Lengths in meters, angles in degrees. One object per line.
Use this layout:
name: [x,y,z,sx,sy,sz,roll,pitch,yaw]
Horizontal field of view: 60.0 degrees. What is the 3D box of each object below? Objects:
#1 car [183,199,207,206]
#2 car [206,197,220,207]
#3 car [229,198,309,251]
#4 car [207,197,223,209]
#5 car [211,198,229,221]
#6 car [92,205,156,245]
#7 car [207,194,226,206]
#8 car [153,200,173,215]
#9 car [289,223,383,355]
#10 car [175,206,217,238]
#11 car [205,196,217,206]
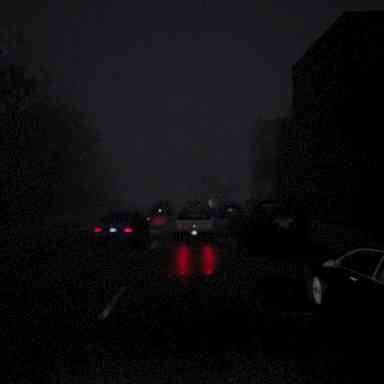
car: [0.129,1.548,34.716,2.128,1.511,4.902,0,0,0]
car: [3.270,1.563,53.300,1.946,1.575,5.366,0,0,0]
car: [3.237,1.252,14.343,2.435,2.045,5.566,0,0,0]
car: [3.266,1.554,47.775,1.946,1.575,5.366,0,0,0]
car: [3.254,1.560,30.920,2.163,1.488,4.792,0,0,0]
car: [-3.137,1.573,15.690,2.033,1.411,5.357,0,0,0]
car: [3.258,1.297,41.967,2.435,2.045,5.566,0,0,0]
car: [-3.121,1.561,34.856,1.837,1.490,4.892,0,0,0]
car: [3.285,1.490,4.921,2.231,1.521,4.892,0,0,1]
car: [0.116,1.630,17.904,1.895,1.301,4.718,0,0,0]
car: [3.285,1.575,58.823,1.946,1.575,5.366,0,0,0]
